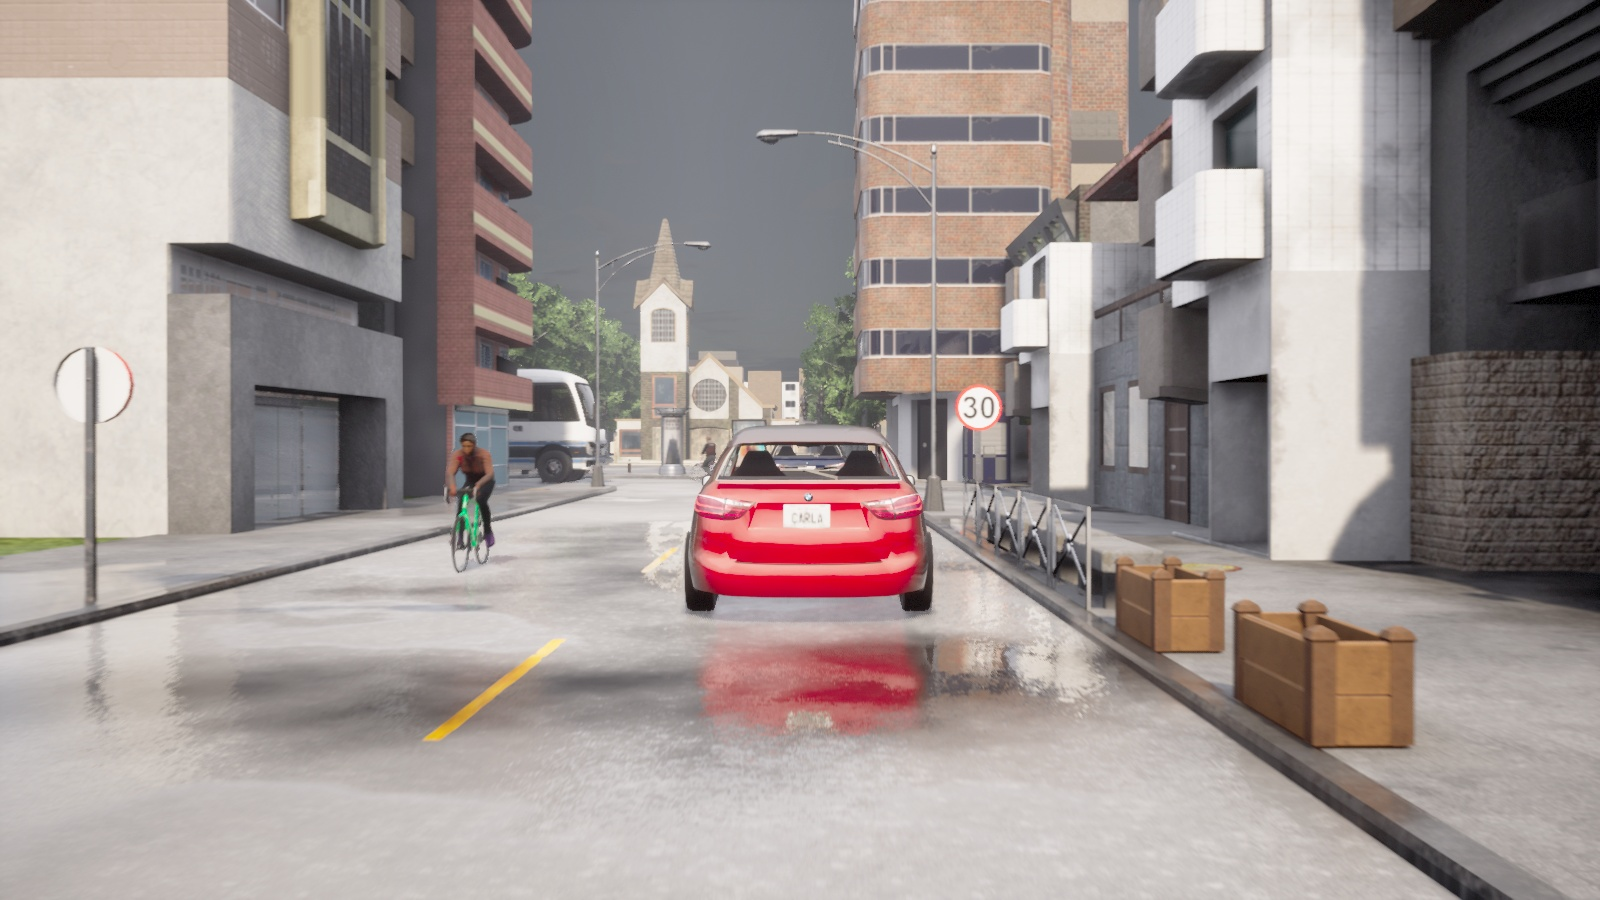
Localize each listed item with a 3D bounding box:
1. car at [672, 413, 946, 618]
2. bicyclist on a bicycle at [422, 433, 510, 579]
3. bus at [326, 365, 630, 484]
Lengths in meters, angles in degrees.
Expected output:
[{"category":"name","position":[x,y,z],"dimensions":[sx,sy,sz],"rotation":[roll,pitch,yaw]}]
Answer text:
[{"category":"car","position":[0.084,0.520,12.557],"dimensions":[2.242,1.667,4.611],"rotation":[0,0,0]},{"category":"bicyclist on a bicycle","position":[-3.903,0.613,14.782],"dimensions":[0.582,1.620,1.656],"rotation":[0,1,0]},{"category":"bus","position":[-11.767,-0.902,46.787],"dimensions":[10.273,4.253,3.944],"rotation":[0,0,2]}]
